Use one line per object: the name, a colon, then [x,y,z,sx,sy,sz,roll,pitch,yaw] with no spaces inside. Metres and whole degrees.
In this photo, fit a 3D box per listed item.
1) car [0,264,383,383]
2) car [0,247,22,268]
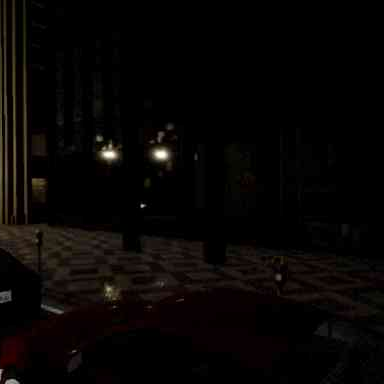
car: [0.102,1.549,2.786,4.507,1.381,1.887,0,-1,36]
car: [-4.478,1.588,6.052,4.313,1.339,1.947,0,-1,36]
